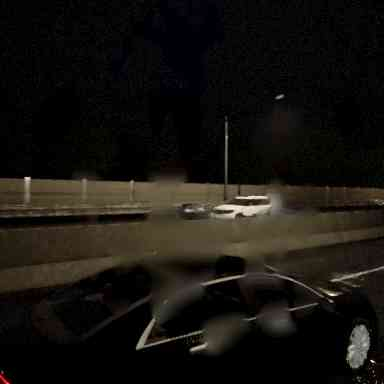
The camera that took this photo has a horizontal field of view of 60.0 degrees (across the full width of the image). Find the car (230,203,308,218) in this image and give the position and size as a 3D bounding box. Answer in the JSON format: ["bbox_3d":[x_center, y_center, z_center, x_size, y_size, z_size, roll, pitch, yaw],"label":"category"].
[{"bbox_3d":[5.167,1.653,20.565,5.357,1.411,2.033,0,0,-35],"label":"car"}]

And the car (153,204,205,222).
[{"bbox_3d":[-0.274,1.642,25.284,5.357,1.411,2.033,0,0,-35],"label":"car"}]

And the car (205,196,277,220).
[{"bbox_3d":[3.958,1.331,24.004,5.566,2.045,2.150,0,0,-35],"label":"car"}]

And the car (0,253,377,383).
[{"bbox_3d":[0.333,1.524,3.983,4.892,1.490,1.837,1,0,-35],"label":"car"}]
